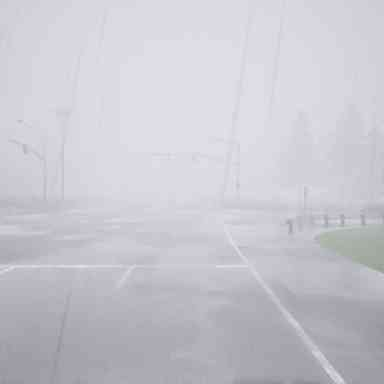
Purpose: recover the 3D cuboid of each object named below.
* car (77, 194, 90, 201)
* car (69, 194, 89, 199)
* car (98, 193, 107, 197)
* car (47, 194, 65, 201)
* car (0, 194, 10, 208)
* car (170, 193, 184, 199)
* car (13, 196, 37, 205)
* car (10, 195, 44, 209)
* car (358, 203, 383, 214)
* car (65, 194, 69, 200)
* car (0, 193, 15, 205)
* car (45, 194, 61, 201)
[{"bbox_3d":[-25.029,1.236,76.905,1.994,1.385,4.181,0,0,-7],"label":"car"},{"bbox_3d":[-21.118,1.251,63.124,1.837,1.490,4.892,0,0,0],"label":"car"},{"bbox_3d":[-22.891,1.003,84.983,2.097,1.767,4.553,0,0,-10],"label":"car"},{"bbox_3d":[-24.634,1.367,58.295,1.895,1.301,4.718,0,0,0],"label":"car"},{"bbox_3d":[-24.660,1.376,44.043,2.033,1.411,5.357,0,0,0],"label":"car"},{"bbox_3d":[-3.891,0.959,95.132,2.097,1.767,4.553,0,0,-18],"label":"car"},{"bbox_3d":[-28.127,1.339,56.208,1.994,1.385,4.181,0,0,1],"label":"car"},{"bbox_3d":[-21.155,1.358,43.197,1.812,1.442,4.674,0,1,0],"label":"car"},{"bbox_3d":[17.374,1.386,29.274,4.902,1.511,2.128,0,0,8],"label":"car"},{"bbox_3d":[-28.755,1.178,78.307,1.837,1.490,4.892,0,0,-7],"label":"car"},{"bbox_3d":[-31.631,1.132,55.189,2.097,1.767,4.553,0,0,0],"label":"car"},{"bbox_3d":[-32.139,1.222,77.224,2.033,1.411,5.357,0,0,-7],"label":"car"}]
